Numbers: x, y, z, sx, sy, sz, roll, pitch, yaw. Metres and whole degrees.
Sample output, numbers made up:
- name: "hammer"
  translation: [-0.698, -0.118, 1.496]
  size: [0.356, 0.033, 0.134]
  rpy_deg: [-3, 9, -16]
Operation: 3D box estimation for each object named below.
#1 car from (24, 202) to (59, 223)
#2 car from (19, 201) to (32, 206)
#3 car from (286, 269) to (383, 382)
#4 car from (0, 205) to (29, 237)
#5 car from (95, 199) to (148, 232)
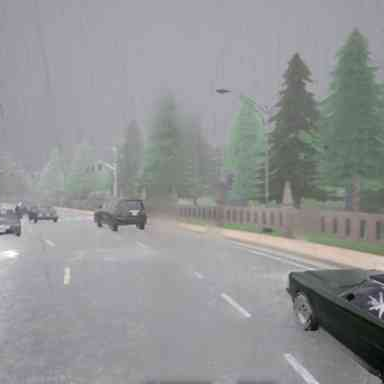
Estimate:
- name: "car"
  translation: [-13.067, 1.919, 29.141]
  size: [2.033, 1.411, 5.357]
  rpy_deg: [0, -1, -33]
- name: "car"
  translation: [-19.085, 1.847, 38.386]
  size: [2.097, 1.767, 4.553]
  rpy_deg: [0, -1, -33]
- name: "car"
  translation: [2.906, 1.640, 4.107]
  size: [1.895, 1.301, 4.718]
  rpy_deg: [0, -1, -7]
- name: "car"
  translation: [-10.931, 1.742, 19.020]
  size: [2.128, 1.511, 4.902]
  rpy_deg: [0, -1, -32]
- name: "car"
  translation: [-4.957, 1.494, 22.798]
  size: [2.150, 2.045, 5.566]
  rpy_deg: [0, -1, -32]
